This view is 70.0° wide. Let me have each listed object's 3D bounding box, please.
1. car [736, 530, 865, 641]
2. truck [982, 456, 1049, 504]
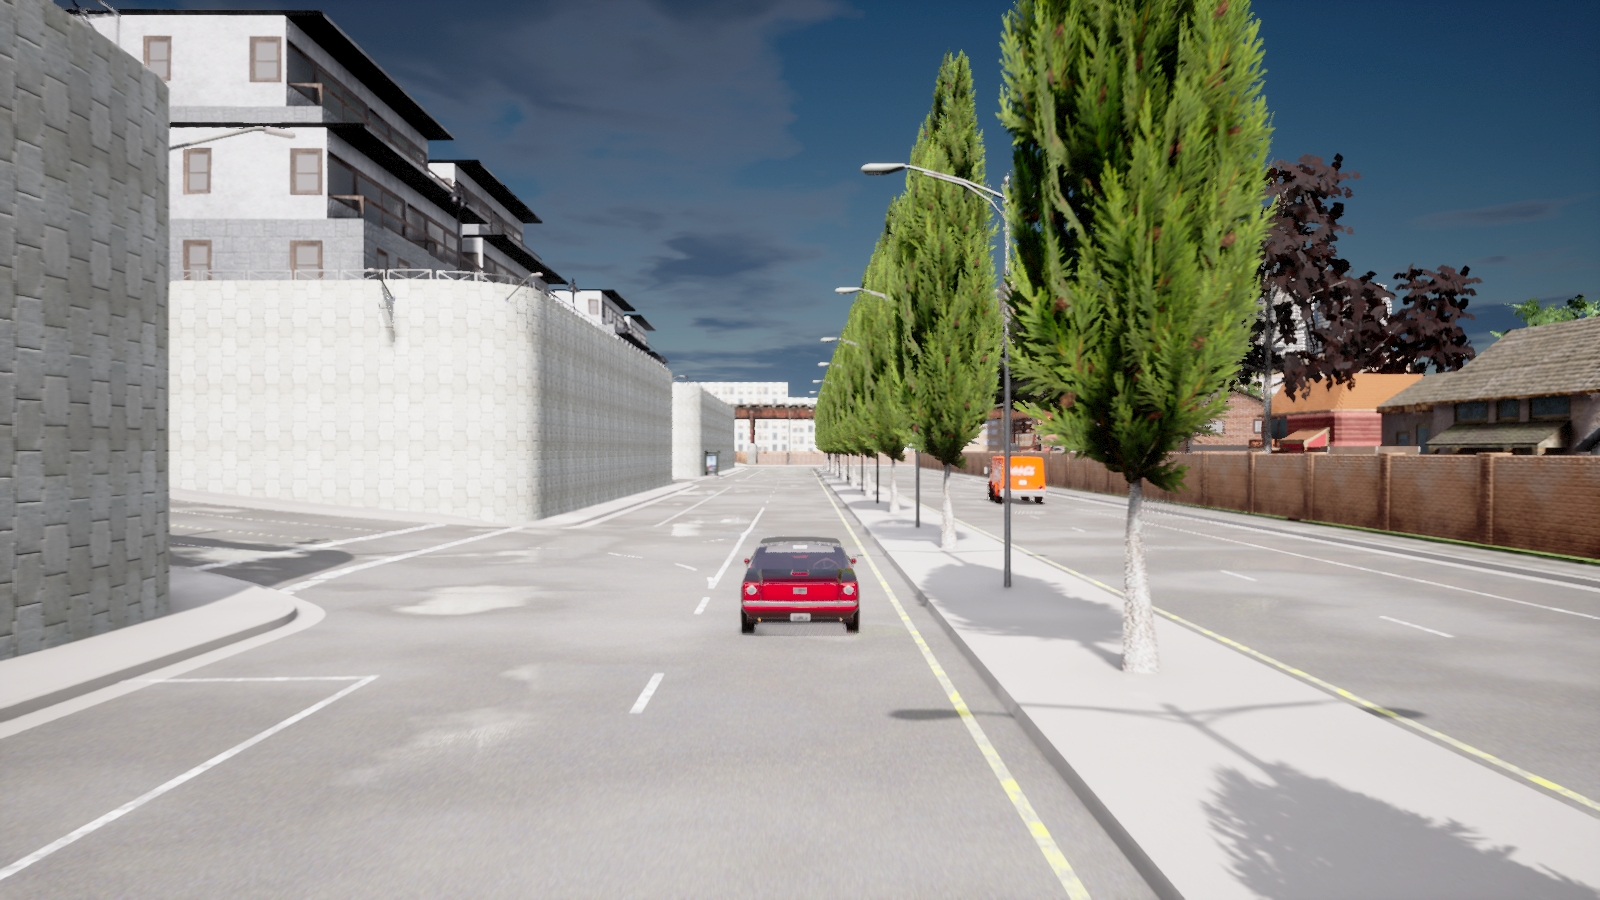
[{"bbox_3d":[0.000,2.157,19.133,1.895,1.301,4.718,0,0,0],"label":"car"},{"bbox_3d":[11.495,1.568,61.416,2.627,2.467,5.204,0,0,0],"label":"truck"}]
